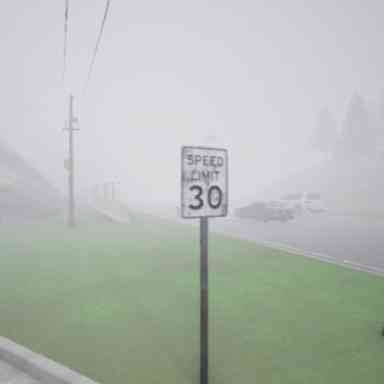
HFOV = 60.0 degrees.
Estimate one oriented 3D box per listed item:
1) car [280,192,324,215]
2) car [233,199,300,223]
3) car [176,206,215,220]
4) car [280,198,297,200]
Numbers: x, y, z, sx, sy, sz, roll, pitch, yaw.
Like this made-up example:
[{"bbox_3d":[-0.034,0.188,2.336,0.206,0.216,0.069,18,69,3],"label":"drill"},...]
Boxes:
[{"bbox_3d":[9.721,1.043,31.099,2.150,2.045,5.566,0,0,-22],"label":"car"},{"bbox_3d":[5.042,1.409,24.075,2.033,1.411,5.357,0,0,-22],"label":"car"},{"bbox_3d":[0.297,1.450,26.406,1.895,1.301,4.718,0,0,-22],"label":"car"},{"bbox_3d":[6.769,1.434,29.077,1.895,1.301,4.718,0,0,-22],"label":"car"}]
